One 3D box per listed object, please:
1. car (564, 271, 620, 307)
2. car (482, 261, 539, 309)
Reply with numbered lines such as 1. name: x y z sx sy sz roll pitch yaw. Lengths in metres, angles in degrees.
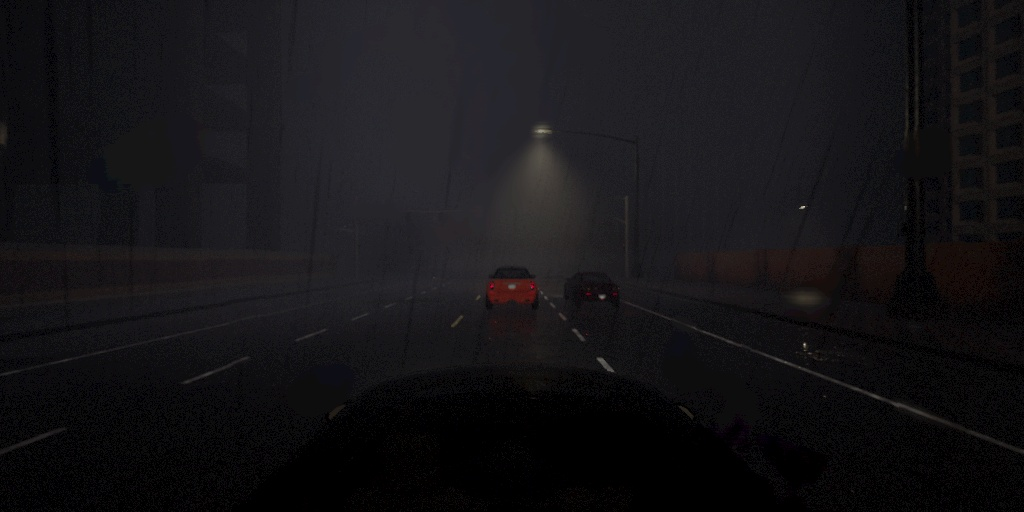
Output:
1. car: 3.505 1.411 16.228 1.812 1.442 4.674 0 0 0
2. car: 0.003 1.233 15.928 2.097 1.767 4.553 0 -1 0
